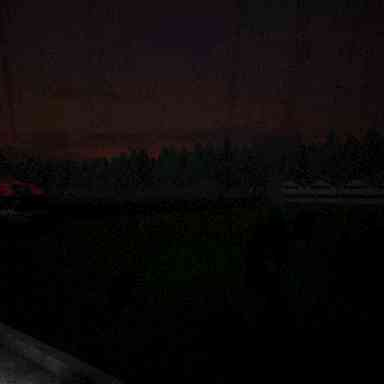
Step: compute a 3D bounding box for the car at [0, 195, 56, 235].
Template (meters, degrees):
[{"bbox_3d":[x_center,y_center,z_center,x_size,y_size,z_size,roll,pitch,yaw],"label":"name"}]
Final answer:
[{"bbox_3d":[-8.958,1.126,16.922,1.905,1.878,3.866,0,0,35],"label":"car"}]
